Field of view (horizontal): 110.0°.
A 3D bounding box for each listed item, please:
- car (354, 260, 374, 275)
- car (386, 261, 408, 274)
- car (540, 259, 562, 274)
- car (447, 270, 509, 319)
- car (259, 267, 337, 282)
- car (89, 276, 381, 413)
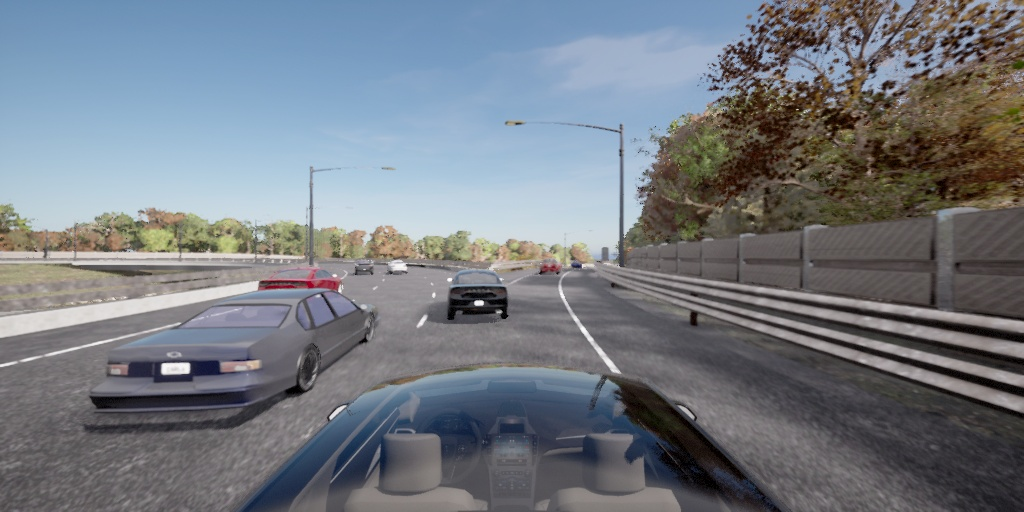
[{"bbox_3d":[-16.219,1.202,39.300,2.128,1.511,4.902,0,0,-24],"label":"car"},{"bbox_3d":[-13.125,1.237,40.936,1.812,1.442,4.674,0,0,-24],"label":"car"},{"bbox_3d":[4.388,1.074,39.686,2.097,1.767,4.553,0,0,12],"label":"car"},{"bbox_3d":[-1.284,1.218,12.846,1.882,1.535,5.008,0,0,-8],"label":"car"},{"bbox_3d":[-8.796,1.212,15.345,1.882,1.535,5.008,0,0,-10],"label":"car"},{"bbox_3d":[-3.966,1.291,6.470,2.033,1.411,5.357,0,0,-5],"label":"car"}]
